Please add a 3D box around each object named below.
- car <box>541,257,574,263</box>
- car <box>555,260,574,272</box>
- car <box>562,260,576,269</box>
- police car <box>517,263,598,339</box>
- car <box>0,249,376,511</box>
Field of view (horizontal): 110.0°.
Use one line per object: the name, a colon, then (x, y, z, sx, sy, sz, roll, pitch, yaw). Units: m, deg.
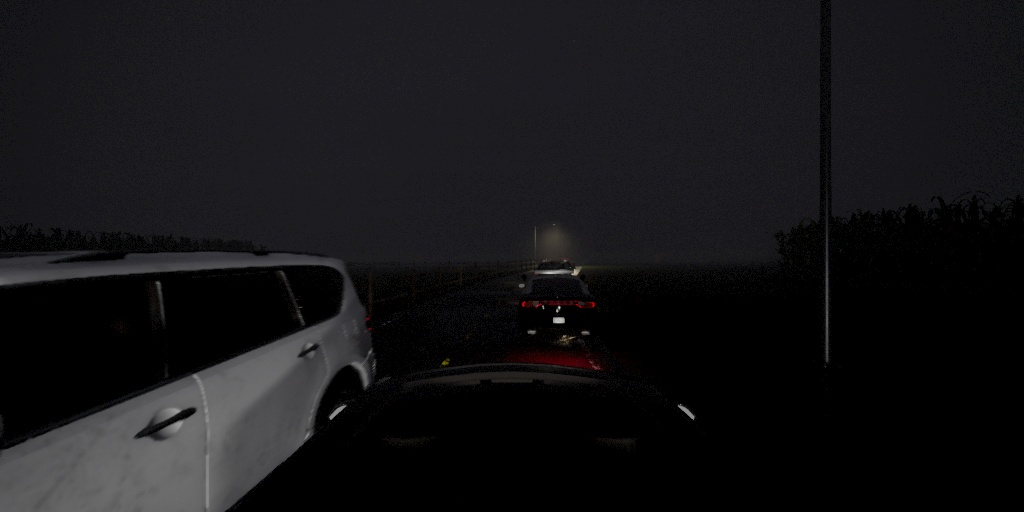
car: (2.259, 1.089, 19.908, 2.097, 1.767, 4.553, 0, 0, 8)
car: (6.724, 1.270, 45.851, 1.994, 1.385, 4.181, 0, 0, 13)
car: (8.865, 1.293, 55.700, 1.895, 1.301, 4.718, 0, 0, 12)
police car: (1.198, 1.173, 10.259, 1.930, 1.638, 5.238, 0, 0, 4)
car: (-2.626, 0.972, 1.783, 2.150, 2.045, 5.566, 0, 0, 1)
